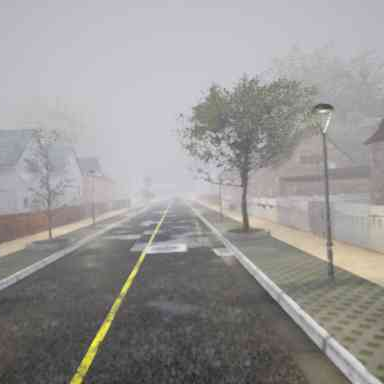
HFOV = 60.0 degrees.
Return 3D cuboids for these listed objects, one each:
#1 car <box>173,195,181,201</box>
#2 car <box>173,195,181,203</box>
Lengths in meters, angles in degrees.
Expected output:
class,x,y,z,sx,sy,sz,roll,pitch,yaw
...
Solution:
class,x,y,z,sx,sy,sz,roll,pitch,yaw
car,-3.957,1.595,86.442,2.033,1.411,5.357,-3,0,-3
car,-3.482,1.703,76.495,1.994,1.385,4.181,-3,0,-3
